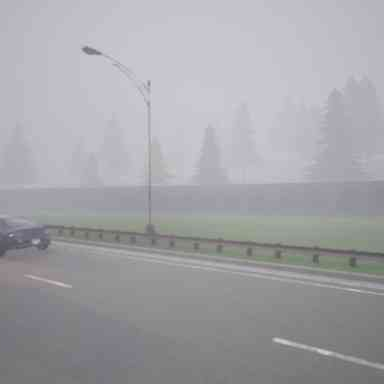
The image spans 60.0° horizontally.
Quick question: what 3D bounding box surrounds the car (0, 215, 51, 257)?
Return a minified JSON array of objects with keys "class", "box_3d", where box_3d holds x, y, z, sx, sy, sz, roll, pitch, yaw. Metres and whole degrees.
[{"class":"car","box_3d":[-7.625,1.675,13.647,4.674,1.442,1.812,0,0,36]}]
